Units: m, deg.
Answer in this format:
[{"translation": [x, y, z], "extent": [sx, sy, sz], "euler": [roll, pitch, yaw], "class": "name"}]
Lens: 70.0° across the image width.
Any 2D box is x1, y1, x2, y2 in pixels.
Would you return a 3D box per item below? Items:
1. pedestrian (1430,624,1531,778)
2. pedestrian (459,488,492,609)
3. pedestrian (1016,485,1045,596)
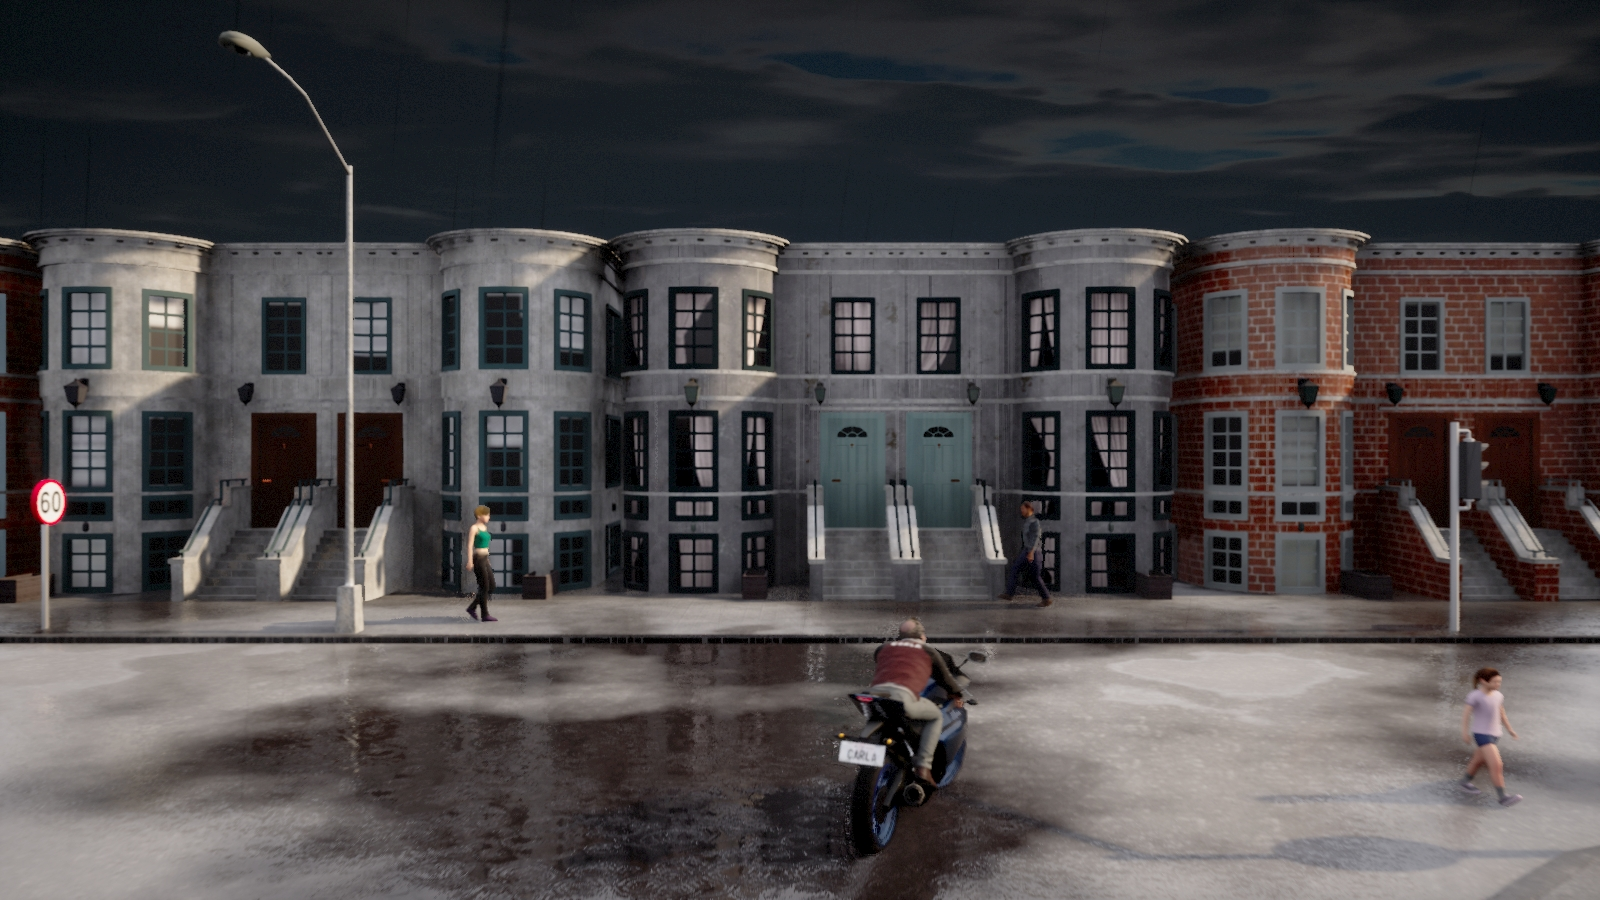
[{"translation": [5.489, 2.009, 9.230], "extent": [0.500, 1.100, 0.500], "euler": [0, 0, -23], "class": "pedestrian"}, {"translation": [-5.062, 1.524, 17.816], "extent": [0.375, 1.860, 0.375], "euler": [0, 0, 8], "class": "pedestrian"}, {"translation": [3.915, 1.524, 19.416], "extent": [0.375, 1.860, 0.375], "euler": [0, 0, -5], "class": "pedestrian"}]
